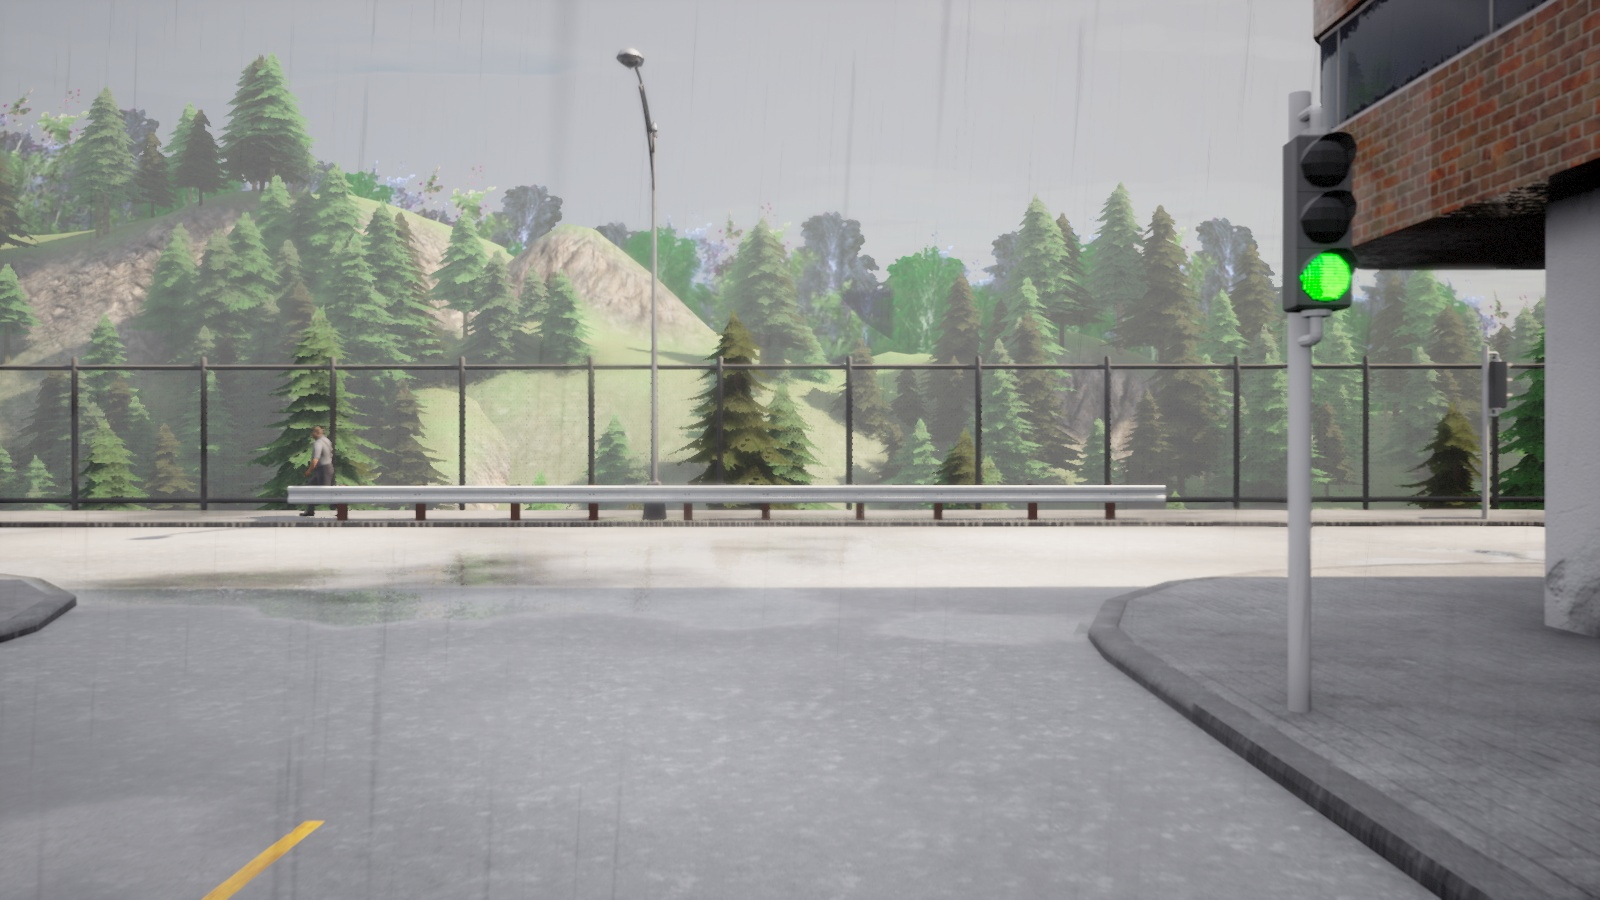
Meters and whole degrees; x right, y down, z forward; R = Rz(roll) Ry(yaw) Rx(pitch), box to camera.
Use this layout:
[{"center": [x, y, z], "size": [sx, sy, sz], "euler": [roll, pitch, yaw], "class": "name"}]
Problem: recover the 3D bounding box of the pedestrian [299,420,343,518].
[{"center": [-9.160, 0.355, 24.031], "size": [0.694, 1.848, 0.540], "euler": [0, 0, -10], "class": "pedestrian"}]
